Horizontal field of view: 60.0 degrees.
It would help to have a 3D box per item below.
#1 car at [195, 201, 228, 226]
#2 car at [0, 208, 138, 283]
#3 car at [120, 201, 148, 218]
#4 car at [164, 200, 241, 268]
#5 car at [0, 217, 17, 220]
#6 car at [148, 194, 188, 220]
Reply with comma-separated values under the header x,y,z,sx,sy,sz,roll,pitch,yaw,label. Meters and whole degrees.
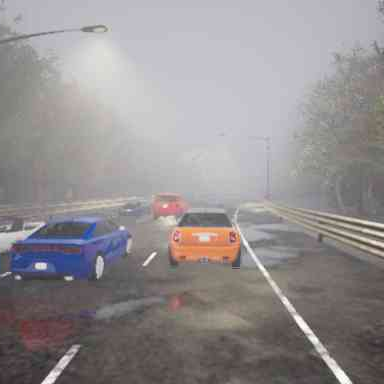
x,y,z,sx,sy,sz,roll,pitch,yaw,label
1.532,1.483,24.216,2.033,1.411,5.357,0,0,7,car
-3.136,1.444,9.694,1.882,1.535,5.008,0,0,3,car
-4.891,1.459,29.084,1.994,1.385,4.181,0,0,7,car
0.491,1.320,11.398,2.097,1.767,4.553,0,0,4,car
-6.473,1.552,12.255,1.895,1.301,4.718,0,0,4,car
-1.638,1.138,27.035,2.150,2.045,5.566,0,0,7,car
